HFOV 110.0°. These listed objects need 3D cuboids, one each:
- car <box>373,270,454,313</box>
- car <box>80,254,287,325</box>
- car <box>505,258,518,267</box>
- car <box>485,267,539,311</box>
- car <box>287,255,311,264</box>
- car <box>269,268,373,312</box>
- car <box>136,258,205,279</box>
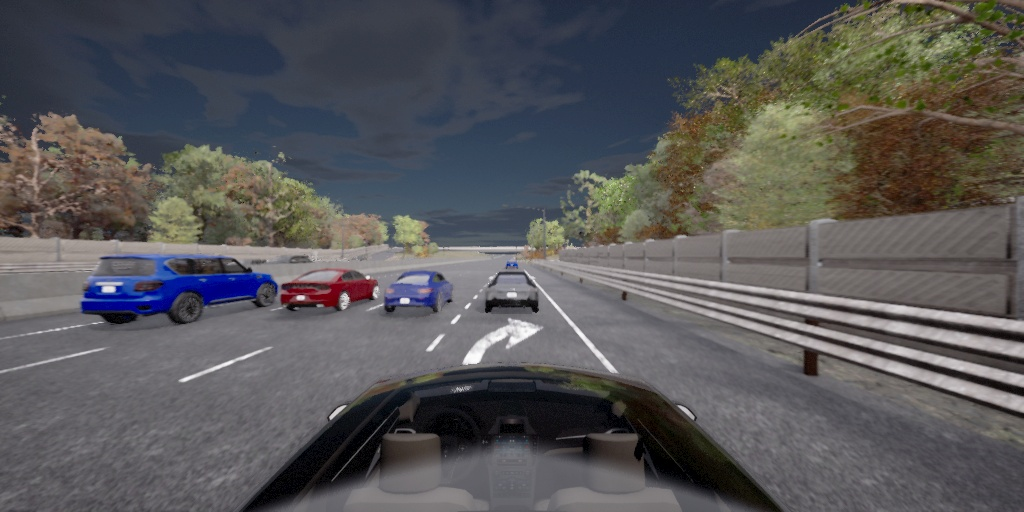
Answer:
[{"bbox_3d":[-3.404,1.258,13.695,1.812,1.442,4.674,0,0,0],"label":"car"},{"bbox_3d":[-10.406,0.954,11.936,2.150,2.045,5.566,0,0,0],"label":"car"},{"bbox_3d":[-0.017,1.224,56.942,1.882,1.535,5.008,0,0,0],"label":"car"},{"bbox_3d":[-0.005,1.297,14.265,1.994,1.385,4.181,0,0,0],"label":"car"},{"bbox_3d":[-21.085,0.943,33.608,2.150,2.045,5.566,0,0,0],"label":"car"},{"bbox_3d":[-6.901,1.209,14.192,1.882,1.535,5.008,0,0,0],"label":"car"},{"bbox_3d":[-31.578,1.067,33.376,2.097,1.767,4.553,0,0,0],"label":"car"}]
